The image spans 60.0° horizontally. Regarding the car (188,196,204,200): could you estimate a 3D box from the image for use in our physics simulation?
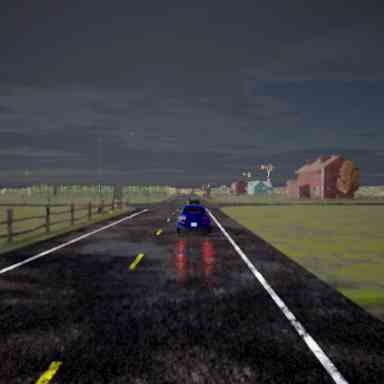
[{"bbox_3d":[0.456,1.288,41.990,2.128,1.511,4.902,0,0,7],"label":"car"}]

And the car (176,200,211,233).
[{"bbox_3d":[0.100,1.424,18.781,1.812,1.442,4.674,0,0,0],"label":"car"}]
